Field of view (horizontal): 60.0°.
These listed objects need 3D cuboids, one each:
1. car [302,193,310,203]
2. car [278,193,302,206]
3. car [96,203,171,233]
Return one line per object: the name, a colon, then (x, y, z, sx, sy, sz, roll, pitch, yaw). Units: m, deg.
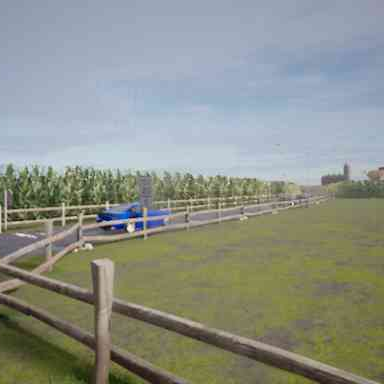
car: (18.099, 0.982, 54.390, 1.837, 1.490, 4.892, 0, 1, 28)
car: (13.174, 1.092, 45.489, 1.837, 1.490, 4.892, 0, 1, 30)
car: (-3.176, 1.387, 19.172, 1.882, 1.535, 5.008, 0, 1, 34)
